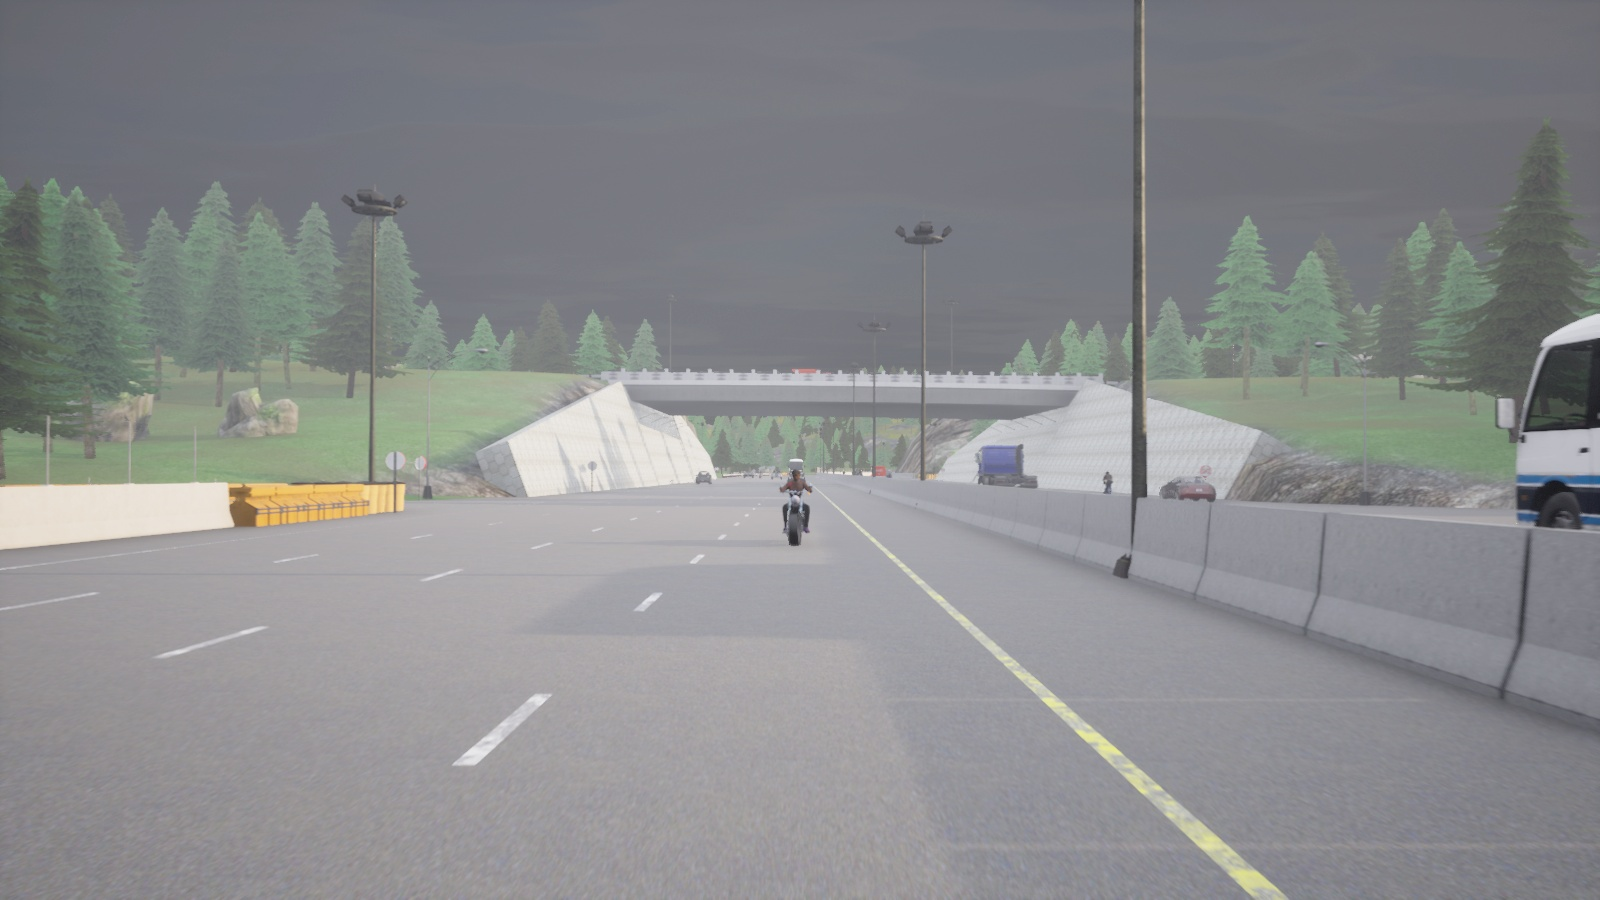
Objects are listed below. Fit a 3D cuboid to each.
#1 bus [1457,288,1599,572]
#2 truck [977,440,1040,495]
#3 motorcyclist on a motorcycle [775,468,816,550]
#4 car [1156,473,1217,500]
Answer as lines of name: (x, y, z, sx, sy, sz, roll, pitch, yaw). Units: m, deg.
bus: (13.951, -0.322, 17.677, 3.944, 4.253, 10.273, 0, -1, 0)
truck: (13.793, 1.179, 83.695, 2.891, 3.462, 7.936, 0, -1, 0)
motorcyclist on a motorcycle: (-0.079, 1.211, 26.658, 0.766, 1.649, 2.350, -1, -1, 1)
car: (20.836, 1.931, 67.846, 1.994, 1.385, 4.181, 0, -1, 0)
